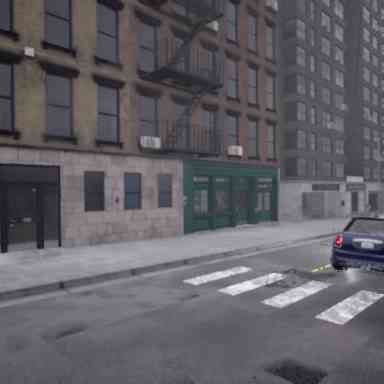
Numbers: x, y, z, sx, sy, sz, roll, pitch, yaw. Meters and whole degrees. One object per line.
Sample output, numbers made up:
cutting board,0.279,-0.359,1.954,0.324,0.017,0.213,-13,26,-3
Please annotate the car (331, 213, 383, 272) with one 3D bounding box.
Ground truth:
car,6.169,1.468,10.307,4.553,1.767,2.097,1,-1,-44

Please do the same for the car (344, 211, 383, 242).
car,10.436,1.836,18.638,4.718,1.301,1.895,1,-1,-45
